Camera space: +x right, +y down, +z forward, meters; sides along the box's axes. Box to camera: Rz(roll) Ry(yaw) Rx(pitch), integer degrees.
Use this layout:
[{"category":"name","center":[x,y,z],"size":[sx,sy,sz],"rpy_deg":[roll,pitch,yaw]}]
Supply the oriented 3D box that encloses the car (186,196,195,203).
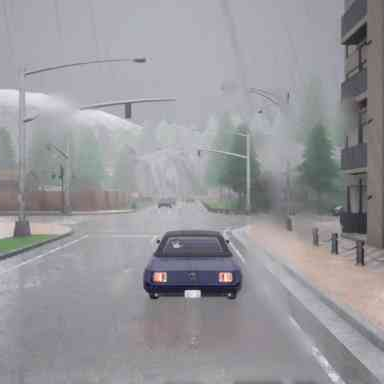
[{"category":"car","center":[-0.305,1.547,68.230],"size":[2.033,1.411,5.357],"rpy_deg":[0,0,0]}]

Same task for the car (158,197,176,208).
[{"category":"car","center":[-3.790,1.547,47.897],"size":[2.033,1.411,5.357],"rpy_deg":[0,0,0]}]

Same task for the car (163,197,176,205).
[{"category":"car","center":[-3.816,1.563,57.885],"size":[1.994,1.385,4.181],"rpy_deg":[0,0,1]}]

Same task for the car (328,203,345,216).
[{"category":"car","center":[14.709,1.367,29.892],"size":[4.553,1.767,2.097],"rpy_deg":[0,0,-1]}]

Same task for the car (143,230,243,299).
[{"category":"car","center":[0.026,1.601,8.381],"size":[1.895,1.301,4.718],"rpy_deg":[0,0,0]}]
